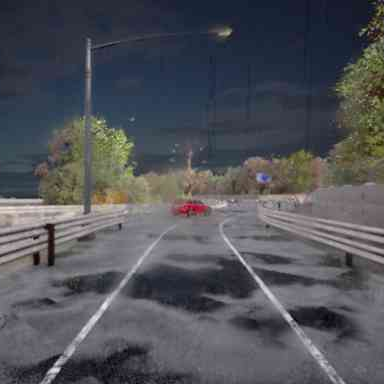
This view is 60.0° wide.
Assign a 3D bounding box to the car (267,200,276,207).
[{"bbox_3d":[18.757,2.677,78.952,1.882,1.535,5.008,0,-1,11],"label":"car"}]

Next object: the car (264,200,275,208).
[{"bbox_3d":[15.664,2.540,67.588,1.812,1.442,4.674,0,-1,18],"label":"car"}]

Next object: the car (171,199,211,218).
[{"bbox_3d":[-0.050,1.742,36.882,2.150,2.045,5.566,-1,-1,36],"label":"car"}]
